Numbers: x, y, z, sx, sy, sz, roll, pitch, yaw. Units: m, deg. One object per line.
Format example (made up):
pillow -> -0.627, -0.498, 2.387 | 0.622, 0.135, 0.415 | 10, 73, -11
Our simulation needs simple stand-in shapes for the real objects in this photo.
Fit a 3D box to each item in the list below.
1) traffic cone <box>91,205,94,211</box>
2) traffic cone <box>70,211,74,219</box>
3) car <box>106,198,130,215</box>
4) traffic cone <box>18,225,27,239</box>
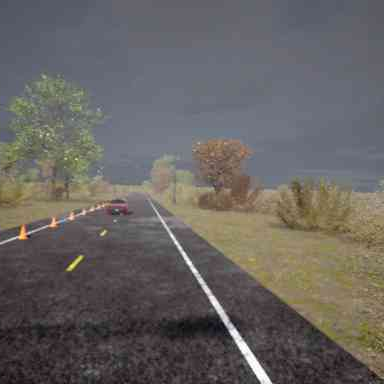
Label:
traffic cone -> -10.242, 1.675, 34.277 | 0.340, 0.580, 0.340 | 2, 0, -8
traffic cone -> -8.796, 1.703, 24.380 | 0.340, 0.580, 0.340 | 2, 0, -8
car -> -6.942, 1.305, 31.503 | 1.882, 1.535, 5.008 | 2, 0, -8
traffic cone -> -7.349, 1.731, 14.485 | 0.340, 0.580, 0.340 | 2, 0, -8
